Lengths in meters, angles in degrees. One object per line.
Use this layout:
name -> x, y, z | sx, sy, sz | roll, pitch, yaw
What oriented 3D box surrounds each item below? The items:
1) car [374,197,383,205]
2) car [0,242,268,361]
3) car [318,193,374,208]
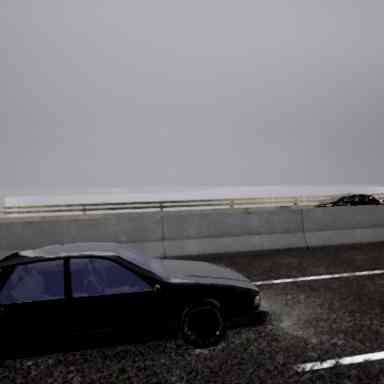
car -> 15.746, 0.640, 23.451 | 4.553, 1.767, 2.097 | -2, 1, -12
car -> -1.647, 1.533, 5.111 | 5.357, 1.411, 2.033 | -2, 1, -13
car -> 12.419, 0.848, 26.317 | 4.892, 1.490, 1.837 | -2, 1, -12
